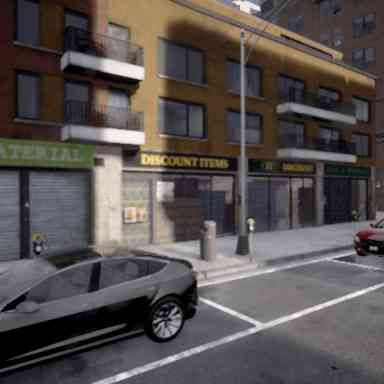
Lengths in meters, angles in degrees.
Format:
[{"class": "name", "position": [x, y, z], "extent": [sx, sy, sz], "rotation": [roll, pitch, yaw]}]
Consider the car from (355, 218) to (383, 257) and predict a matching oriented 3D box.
[{"class": "car", "position": [7.377, 1.460, 11.464], "extent": [4.507, 1.381, 1.887], "rotation": [0, 0, -36]}]

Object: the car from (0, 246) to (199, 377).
[{"class": "car", "position": [-1.869, 1.558, 4.857], "extent": [4.313, 1.339, 1.947], "rotation": [0, 0, -36]}]
